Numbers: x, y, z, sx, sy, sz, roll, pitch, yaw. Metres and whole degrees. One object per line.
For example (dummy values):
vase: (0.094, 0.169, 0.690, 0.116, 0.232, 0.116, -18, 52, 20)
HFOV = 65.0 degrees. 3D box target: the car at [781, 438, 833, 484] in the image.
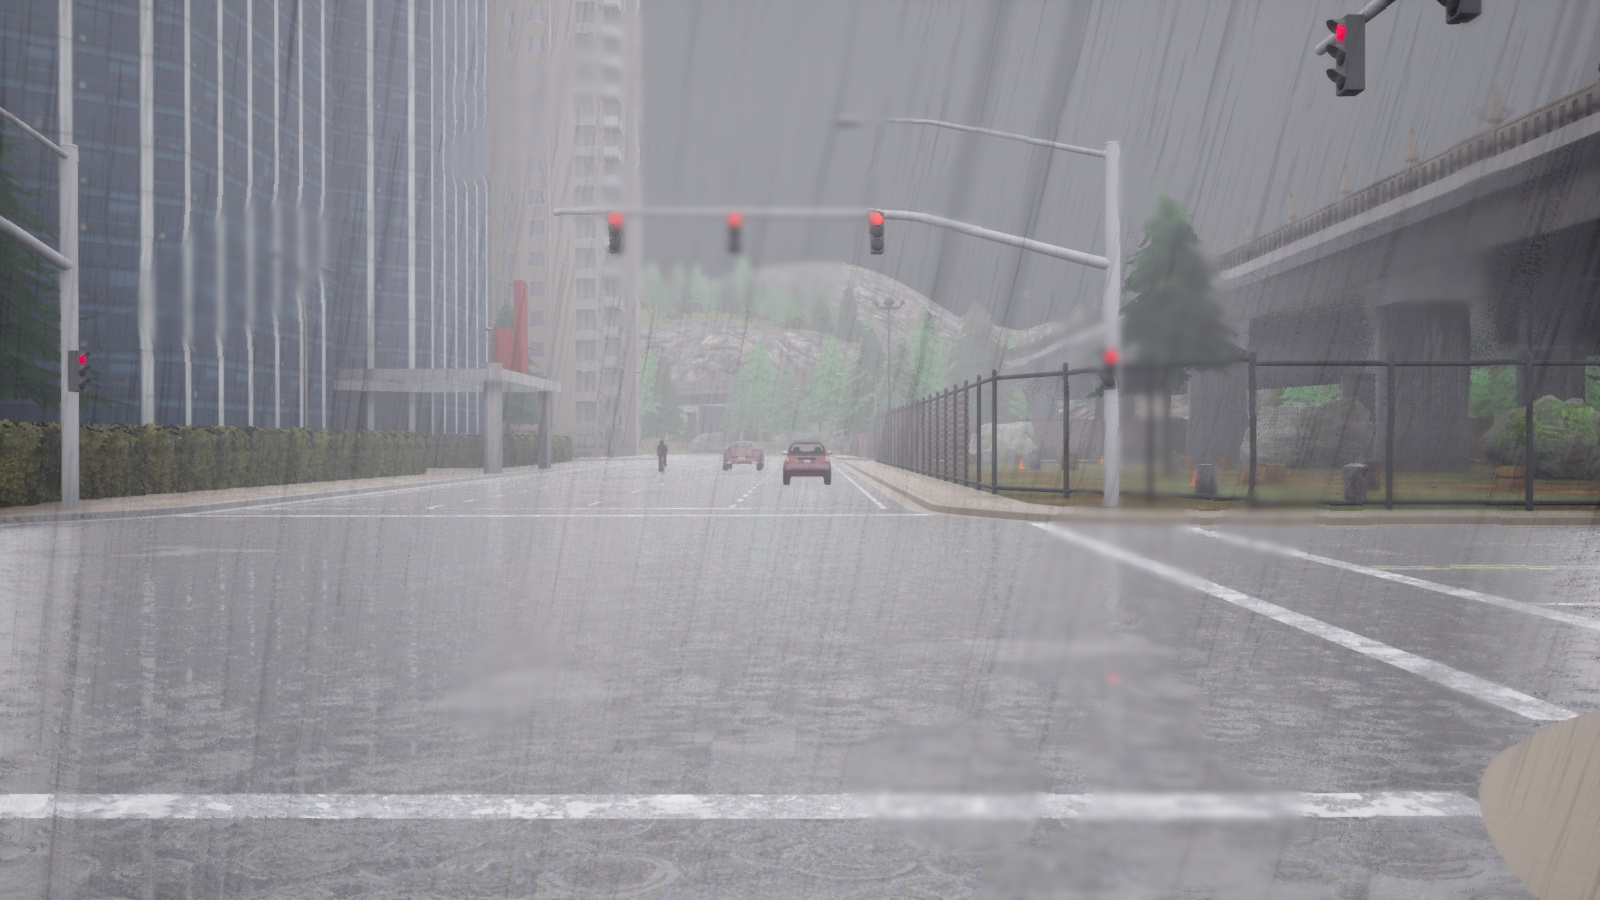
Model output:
car: (0.259, 0.382, 46.617, 1.851, 1.617, 3.988, 0, 0, 0)

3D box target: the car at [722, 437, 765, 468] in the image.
car: (-3.118, 0.126, 70.243, 2.152, 1.651, 5.027, 0, 0, 0)
